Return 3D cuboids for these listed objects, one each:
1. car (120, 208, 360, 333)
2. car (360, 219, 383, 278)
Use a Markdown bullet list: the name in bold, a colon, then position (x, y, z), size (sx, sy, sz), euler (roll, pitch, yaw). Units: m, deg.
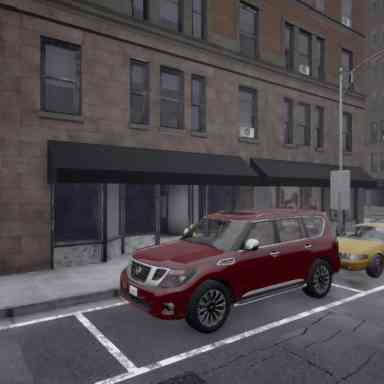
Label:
- **car**: position (1.077, 1.315, 6.963), size (5.009, 1.841, 2.192), euler (0, 0, -35)
- **car**: position (5.564, 1.525, 10.157), size (4.829, 1.417, 1.752), euler (0, 0, -35)
